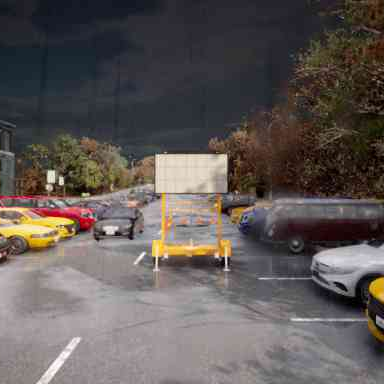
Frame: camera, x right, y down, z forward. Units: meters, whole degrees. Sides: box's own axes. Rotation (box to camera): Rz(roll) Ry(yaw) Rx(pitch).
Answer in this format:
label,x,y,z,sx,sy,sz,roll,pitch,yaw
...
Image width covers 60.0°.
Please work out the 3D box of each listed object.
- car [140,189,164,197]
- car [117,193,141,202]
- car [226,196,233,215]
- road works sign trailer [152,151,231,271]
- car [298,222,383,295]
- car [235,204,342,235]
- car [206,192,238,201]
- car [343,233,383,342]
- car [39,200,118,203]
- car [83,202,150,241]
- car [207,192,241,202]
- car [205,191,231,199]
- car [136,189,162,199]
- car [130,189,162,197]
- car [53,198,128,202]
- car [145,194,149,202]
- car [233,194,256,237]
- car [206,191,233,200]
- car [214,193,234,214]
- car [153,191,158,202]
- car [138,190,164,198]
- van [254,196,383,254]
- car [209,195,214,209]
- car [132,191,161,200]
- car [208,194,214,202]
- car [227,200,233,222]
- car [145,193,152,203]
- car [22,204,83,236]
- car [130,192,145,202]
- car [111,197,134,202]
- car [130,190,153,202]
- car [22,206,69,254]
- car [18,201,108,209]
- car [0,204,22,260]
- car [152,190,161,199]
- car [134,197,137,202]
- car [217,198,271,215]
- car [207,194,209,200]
label,x,y,z,sx,sy,sz,roll,pitch,yaw
car,-8.181,0.255,68.459,4.792,1.488,2.163,0,3,0
car,-8.066,1.250,35.041,4.553,1.767,2.185,0,1,0
car,5.032,1.349,24.076,4.553,1.767,2.185,0,0,0
road works sign trailer,-0.018,0.466,10.893,2.380,3.560,2.880,0,0,0
car,5.031,1.522,7.243,4.674,1.452,2.002,0,0,0
car,5.195,1.478,18.383,5.366,1.575,1.946,0,0,0
car,5.132,0.750,57.412,5.366,1.575,1.946,0,2,0
car,5.038,1.481,4.458,5.008,1.535,2.097,0,0,0
car,-8.108,1.505,23.890,4.792,1.488,2.163,0,0,0
car,-3.531,1.491,16.793,2.128,1.511,4.902,0,0,0
car,5.136,0.863,54.619,5.366,1.575,1.946,0,2,0
car,4.939,0.533,63.112,4.674,1.452,2.002,0,3,0
car,-8.112,0.377,62.889,4.553,1.767,2.185,0,3,0
car,-8.105,0.504,57.317,5.566,2.045,2.435,0,2,0
car,-8.089,1.463,26.677,5.008,1.535,2.097,0,0,0
car,-8.077,1.304,40.610,4.792,1.488,2.163,0,1,0
car,4.986,1.230,15.598,5.566,2.045,2.435,0,0,0
car,4.970,0.660,60.203,4.792,1.488,2.163,0,3,0
car,5.020,1.189,29.656,5.566,2.045,2.435,0,1,0
car,-8.154,0.999,51.764,4.792,1.488,2.163,0,2,0
car,-8.118,0.394,65.679,4.792,1.488,2.163,0,3,0
van,4.903,1.255,12.812,4.442,1.987,1.878,0,0,0
car,4.797,1.369,35.236,5.366,1.575,1.946,0,1,0
car,-8.144,0.633,60.119,5.008,1.535,2.097,0,2,0
car,4.963,1.211,43.469,4.892,1.521,2.231,0,2,0
car,5.000,1.480,21.291,5.008,1.535,2.097,0,0,0
car,-8.140,1.241,43.397,4.792,1.488,2.163,0,1,0
car,-8.071,1.481,15.538,5.008,1.535,2.097,0,0,0
car,-8.071,1.204,37.821,4.553,1.767,2.185,0,1,0
car,-8.094,1.442,29.466,5.008,1.535,2.097,0,1,0
car,-8.147,1.014,46.180,4.553,1.767,2.185,0,2,0
car,-7.875,1.478,12.755,5.366,1.575,1.946,0,0,0
car,-8.077,1.521,21.104,4.674,1.452,2.002,0,0,0
car,-8.088,1.356,10.096,4.553,1.767,2.185,0,0,0
car,-8.135,0.869,54.540,4.892,1.521,2.231,0,2,0
car,-8.090,1.453,32.256,4.674,1.452,2.002,0,0,0
car,4.992,1.410,32.447,5.008,1.535,2.097,0,1,0
car,4.959,1.134,46.386,5.008,1.535,2.097,0,2,0
